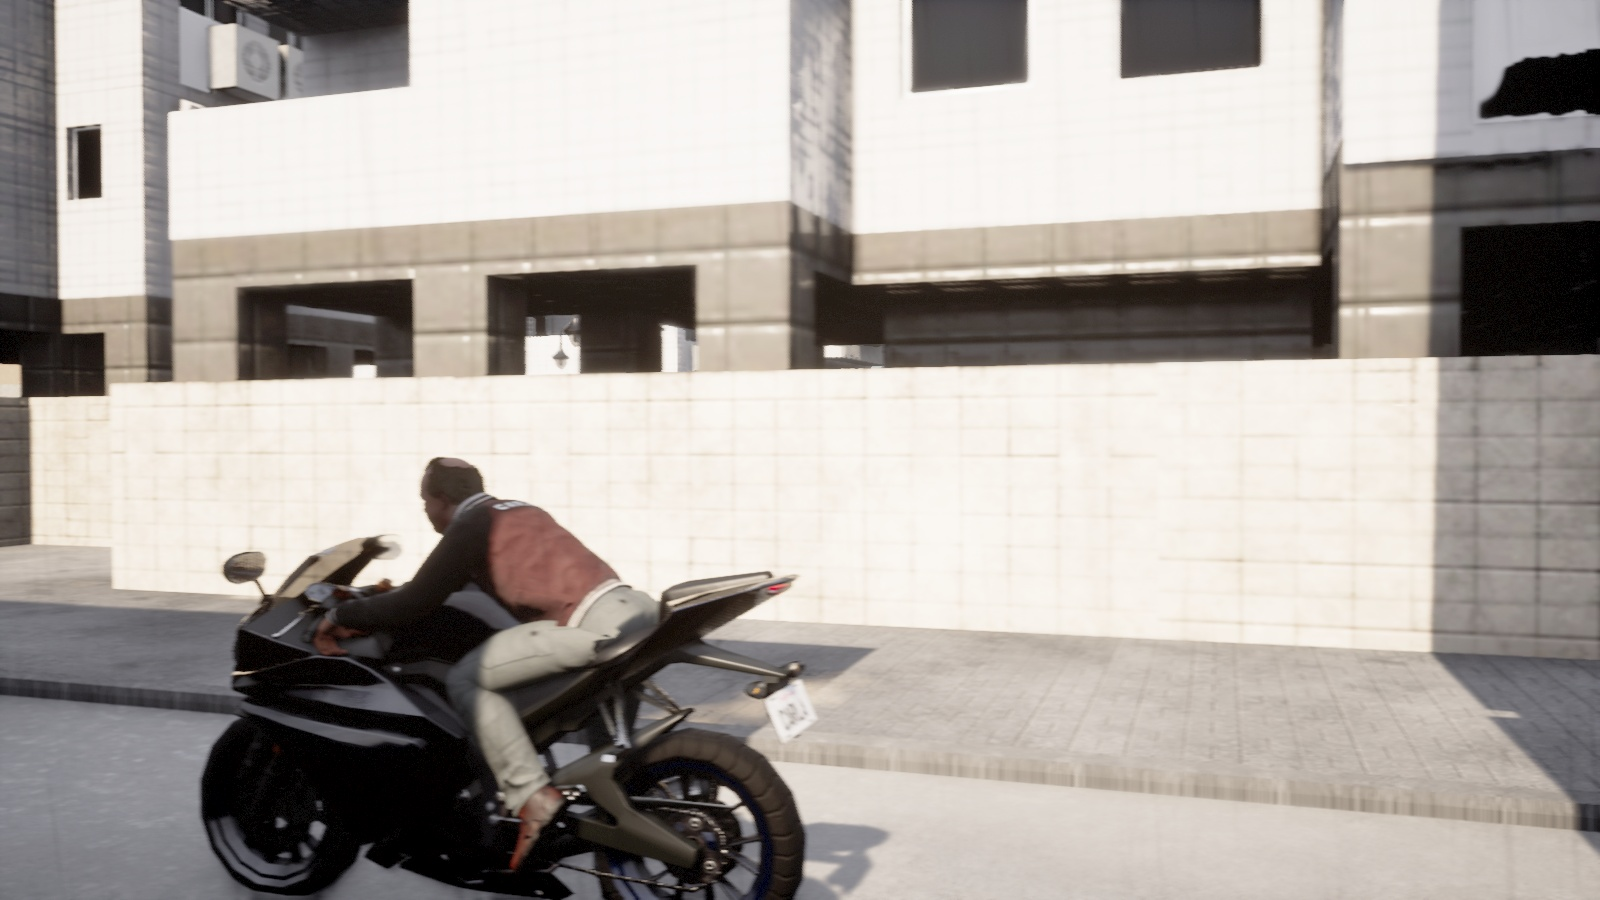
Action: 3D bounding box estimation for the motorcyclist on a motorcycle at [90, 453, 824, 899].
[{"bbox_3d":[-1.100,0.791,4.092,2.191,1.530,0.866,1,1,19],"label":"motorcyclist on a motorcycle"}]
